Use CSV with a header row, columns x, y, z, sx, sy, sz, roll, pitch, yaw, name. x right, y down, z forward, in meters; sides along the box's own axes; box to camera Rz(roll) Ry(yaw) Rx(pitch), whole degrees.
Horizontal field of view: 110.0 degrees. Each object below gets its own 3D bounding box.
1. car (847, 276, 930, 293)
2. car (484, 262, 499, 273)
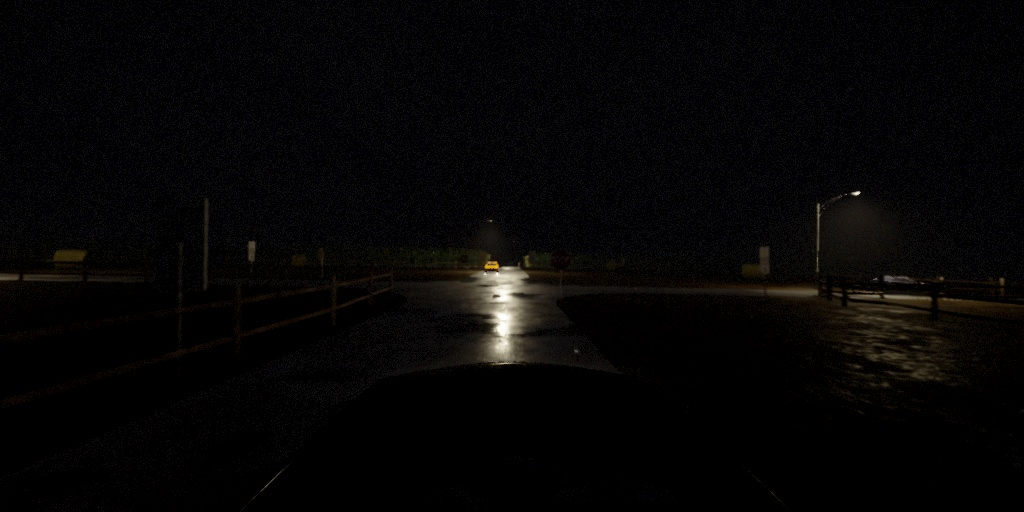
x,y,z,sx,sy,sz,roll,pitch,yaw,name
27.971,2.177,26.789,4.718,1.301,1.895,1,-1,0,car
-2.748,1.577,49.556,1.882,1.535,5.008,0,1,0,car
